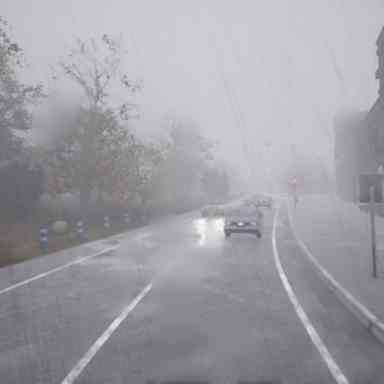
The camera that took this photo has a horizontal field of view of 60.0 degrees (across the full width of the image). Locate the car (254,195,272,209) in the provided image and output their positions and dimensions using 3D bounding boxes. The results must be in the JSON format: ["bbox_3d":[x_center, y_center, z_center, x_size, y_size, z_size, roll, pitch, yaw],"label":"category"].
[{"bbox_3d":[7.708,1.039,36.277,2.033,1.411,5.357,-1,1,15],"label":"car"}]

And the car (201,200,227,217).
[{"bbox_3d":[2.105,1.360,28.690,1.895,1.301,4.718,-1,1,15],"label":"car"}]

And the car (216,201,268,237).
[{"bbox_3d":[2.877,1.490,17.958,2.033,1.411,5.357,-1,1,14],"label":"car"}]
